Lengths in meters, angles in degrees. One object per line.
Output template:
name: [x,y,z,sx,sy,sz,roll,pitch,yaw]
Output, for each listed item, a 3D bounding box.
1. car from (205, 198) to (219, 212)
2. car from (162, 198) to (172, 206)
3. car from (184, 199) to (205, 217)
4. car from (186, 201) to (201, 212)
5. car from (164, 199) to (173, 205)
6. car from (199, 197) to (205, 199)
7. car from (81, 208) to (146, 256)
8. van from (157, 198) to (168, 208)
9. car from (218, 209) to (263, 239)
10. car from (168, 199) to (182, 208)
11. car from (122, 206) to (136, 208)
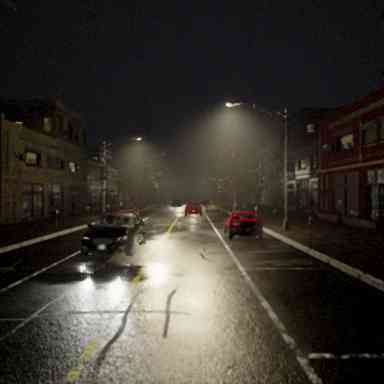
car: [2.784,1.998,46.284,1.752,1.417,4.829,-1,-1,0]
car: [-5.540,2.192,73.851,1.967,1.590,4.097,0,-1,0]
car: [0.164,1.853,36.681,1.882,1.535,5.008,0,-1,0]
car: [0.178,2.043,46.894,1.994,1.385,4.181,0,-1,0]
car: [-5.527,2.390,79.393,1.802,1.307,4.206,0,-1,0]
car: [2.830,2.241,68.289,1.887,1.381,4.507,-1,-1,0]
car: [-3.073,1.634,13.795,2.128,1.511,4.902,0,-1,0]
van: [-5.564,1.981,62.764,1.690,1.788,3.998,0,-1,0]
car: [2.724,1.734,18.395,1.887,1.381,4.507,-1,-1,0]
car: [-2.884,2.112,62.178,1.882,1.535,5.008,0,-1,0]
car: [-5.632,1.884,29.500,1.802,1.307,4.206,0,-1,0]
